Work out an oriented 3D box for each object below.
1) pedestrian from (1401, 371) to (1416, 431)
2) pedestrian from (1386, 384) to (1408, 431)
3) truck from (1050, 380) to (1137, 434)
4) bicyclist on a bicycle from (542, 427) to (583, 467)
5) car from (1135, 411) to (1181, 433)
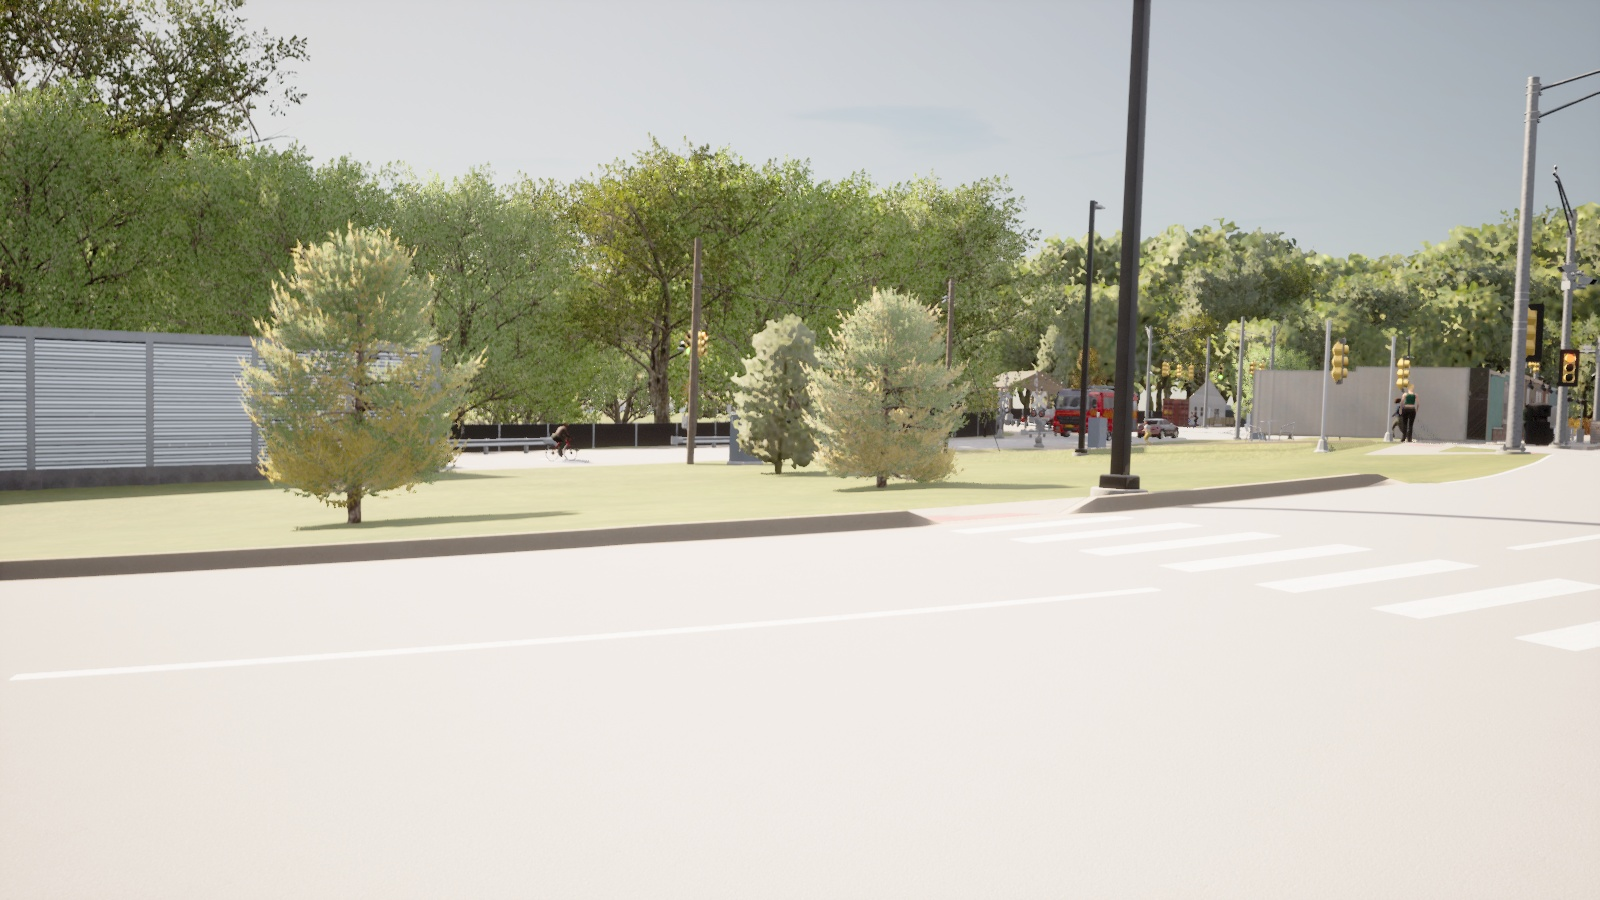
[{"bbox_3d":[18.824,-1.515,38.861,0.345,1.836,0.594,2,2,27],"label":"pedestrian"},{"bbox_3d":[23.899,-1.696,50.245,0.726,1.835,0.370,2,2,26],"label":"pedestrian"},{"bbox_3d":[21.940,-3.244,93.538,2.891,3.827,8.468,2,4,39],"label":"truck"},{"bbox_3d":[-9.906,-0.134,52.404,0.582,1.620,1.656,3,3,41],"label":"bicyclist on a bicycle"},{"bbox_3d":[26.839,-2.133,94.048,1.970,1.475,3.806,3,4,39],"label":"car"}]
